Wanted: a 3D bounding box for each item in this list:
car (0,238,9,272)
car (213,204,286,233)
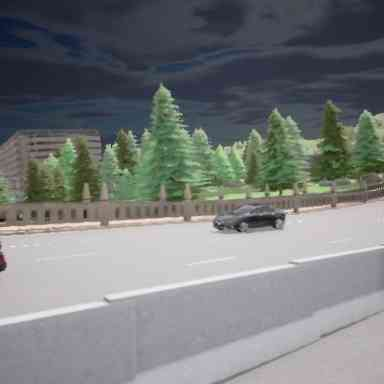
[{"bbox_3d":[-6.892,1.355,7.673,4.553,1.767,2.097,0,0,-35],"label":"car"},{"bbox_3d":[3.427,1.473,19.330,4.892,1.490,1.837,0,0,-35],"label":"car"}]
